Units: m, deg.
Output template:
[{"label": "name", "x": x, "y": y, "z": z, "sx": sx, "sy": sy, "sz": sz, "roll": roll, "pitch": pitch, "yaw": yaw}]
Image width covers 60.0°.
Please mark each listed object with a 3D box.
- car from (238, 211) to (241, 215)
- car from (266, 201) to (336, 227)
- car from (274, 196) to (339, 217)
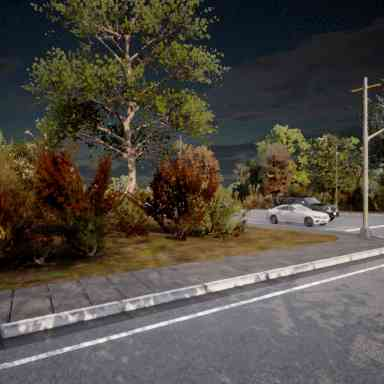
[{"label": "car", "x": 2.854, "y": 1.589, "z": 34.535, "sx": 2.097, "sy": 1.767, "sz": 4.553, "roll": 0, "pitch": -1, "yaw": -42}, {"label": "car", "x": 7.401, "y": 1.600, "z": 23.669, "sx": 1.812, "sy": 1.442, "sz": 4.674, "roll": 0, "pitch": -1, "yaw": -38}, {"label": "car", "x": 9.084, "y": 1.316, "z": 27.263, "sx": 2.150, "sy": 2.045, "sz": 5.566, "roll": 0, "pitch": -1, "yaw": -37}]
